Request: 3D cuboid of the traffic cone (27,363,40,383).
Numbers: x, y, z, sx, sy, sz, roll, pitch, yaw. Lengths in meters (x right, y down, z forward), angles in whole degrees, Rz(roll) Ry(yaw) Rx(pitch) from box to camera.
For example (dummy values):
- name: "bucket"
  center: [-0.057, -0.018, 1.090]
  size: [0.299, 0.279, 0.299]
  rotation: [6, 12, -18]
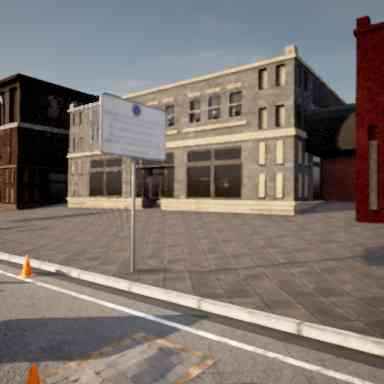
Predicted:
- name: "traffic cone"
  center: [-1.556, 1.985, 3.261]
  size: [0.340, 0.580, 0.340]
  rotation: [0, -1, 37]

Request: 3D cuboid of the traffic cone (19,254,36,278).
- name: "traffic cone"
  center: [-4.574, 2.035, 9.252]
  size: [0.340, 0.580, 0.340]
  rotation: [0, -1, 37]
